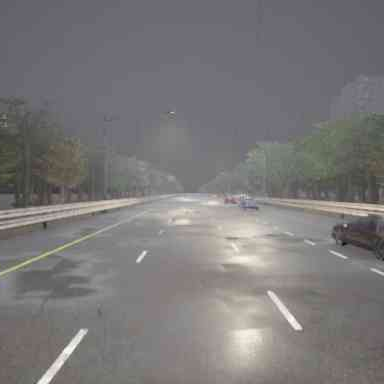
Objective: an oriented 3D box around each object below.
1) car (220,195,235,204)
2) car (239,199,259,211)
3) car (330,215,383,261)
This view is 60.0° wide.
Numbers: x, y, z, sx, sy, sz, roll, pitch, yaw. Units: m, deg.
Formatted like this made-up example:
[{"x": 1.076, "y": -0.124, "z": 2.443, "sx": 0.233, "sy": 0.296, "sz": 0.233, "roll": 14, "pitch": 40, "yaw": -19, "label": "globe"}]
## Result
[{"x": 7.160, "y": 1.397, "z": 64.637, "sx": 2.097, "sy": 1.767, "sz": 4.553, "roll": 0, "pitch": 0, "yaw": 0, "label": "car"}, {"x": 7.060, "y": 1.574, "z": 41.755, "sx": 2.033, "sy": 1.411, "sz": 5.357, "roll": 0, "pitch": 0, "yaw": 0, "label": "car"}, {"x": 7.000, "y": 1.550, "z": 12.162, "sx": 2.033, "sy": 1.411, "sz": 5.357, "roll": 0, "pitch": 0, "yaw": 0, "label": "car"}]
